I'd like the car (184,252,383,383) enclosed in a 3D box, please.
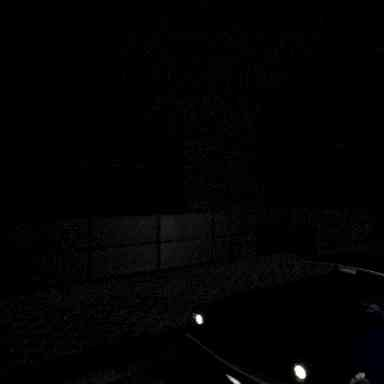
[{"bbox_3d":[2.247,1.634,4.661,4.718,1.301,1.895,1,0,-35],"label":"car"}]
